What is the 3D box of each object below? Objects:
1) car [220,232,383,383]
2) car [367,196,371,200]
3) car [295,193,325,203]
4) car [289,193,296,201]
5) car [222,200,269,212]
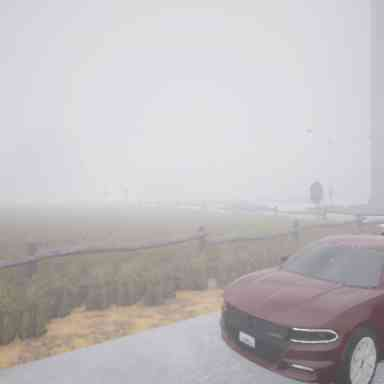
[{"bbox_3d":[2.691,1.468,5.370,5.008,1.535,1.882,0,0,-35],"label":"car"},{"bbox_3d":[41.479,1.106,74.897,1.905,1.878,3.866,0,0,-36],"label":"car"},{"bbox_3d":[21.933,1.340,60.619,2.242,1.667,4.611,0,0,-36],"label":"car"},{"bbox_3d":[25.433,1.131,79.589,1.932,1.855,4.605,0,0,-36],"label":"car"},{"bbox_3d":[5.431,1.486,34.211,2.033,1.411,5.357,0,0,-35],"label":"car"}]
